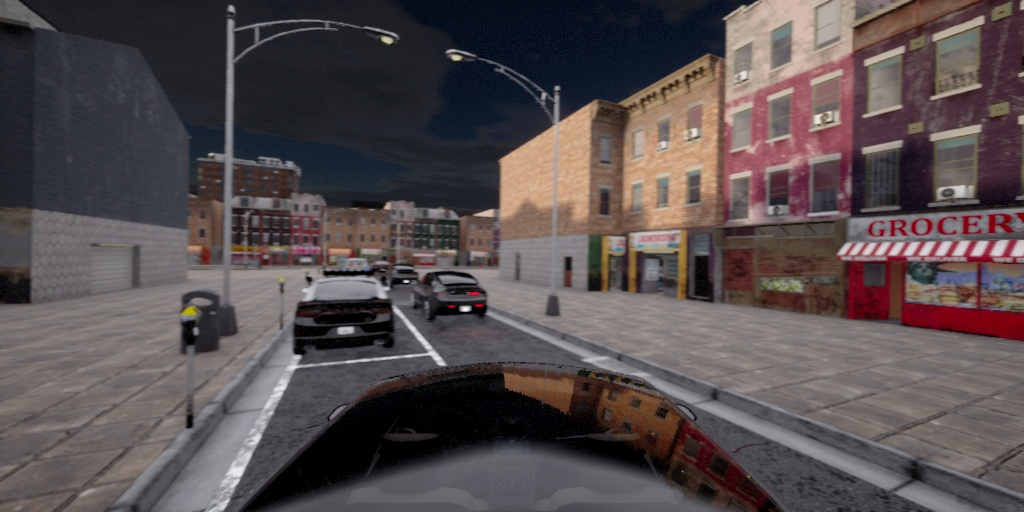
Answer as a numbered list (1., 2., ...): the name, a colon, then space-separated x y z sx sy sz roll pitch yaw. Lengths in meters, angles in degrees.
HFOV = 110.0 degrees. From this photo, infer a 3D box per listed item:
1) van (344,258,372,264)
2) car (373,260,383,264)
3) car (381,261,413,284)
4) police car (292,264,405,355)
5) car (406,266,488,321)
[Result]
1. van: -10.602 1.047 24.313 1.690 1.789 3.998 0 0 -24
2. car: -14.204 1.213 38.818 1.882 1.535 5.008 1 0 -24
3. car: -7.333 1.258 23.743 1.837 1.490 4.892 1 0 -24
4. police car: -4.078 1.148 8.894 1.930 1.638 5.238 1 0 -24
5. car: -2.335 1.274 12.599 1.837 1.490 4.892 1 0 -24
